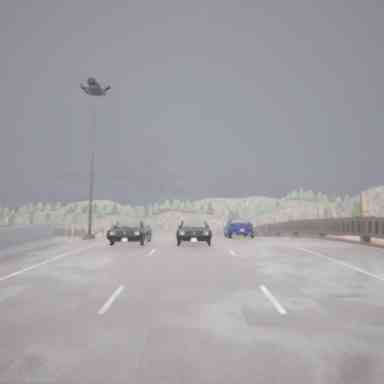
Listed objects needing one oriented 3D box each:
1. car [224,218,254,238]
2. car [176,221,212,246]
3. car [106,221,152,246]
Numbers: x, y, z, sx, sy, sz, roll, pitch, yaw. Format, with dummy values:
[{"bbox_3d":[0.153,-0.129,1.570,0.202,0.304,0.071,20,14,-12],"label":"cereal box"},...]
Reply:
[{"bbox_3d":[3.608,2.842,26.355,1.882,1.535,5.008,0,-6,0],"label":"car"},{"bbox_3d":[0.105,2.297,19.057,1.895,1.301,4.718,0,-4,0],"label":"car"},{"bbox_3d":[-3.394,2.295,19.023,1.895,1.301,4.718,0,-4,0],"label":"car"}]
